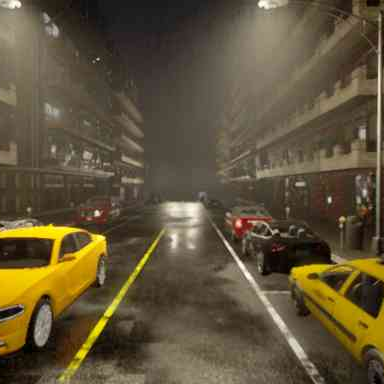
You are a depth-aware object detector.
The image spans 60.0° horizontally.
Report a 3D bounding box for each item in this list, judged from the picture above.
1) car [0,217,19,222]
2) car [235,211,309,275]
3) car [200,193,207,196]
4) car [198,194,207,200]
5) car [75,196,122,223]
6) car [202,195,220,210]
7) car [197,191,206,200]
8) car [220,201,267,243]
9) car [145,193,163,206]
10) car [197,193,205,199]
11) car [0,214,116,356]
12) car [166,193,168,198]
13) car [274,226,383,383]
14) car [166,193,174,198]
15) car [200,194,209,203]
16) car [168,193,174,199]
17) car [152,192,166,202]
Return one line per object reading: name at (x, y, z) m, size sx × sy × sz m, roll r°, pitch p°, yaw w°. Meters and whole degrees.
car at (-5.737, 1.494, 10.003) m, size 2.008 × 1.369 × 4.403 m, roll -1°, pitch 0°, yaw 0°
car at (2.643, 1.499, 10.011) m, size 1.947 × 1.339 × 4.313 m, roll -1°, pitch 0°, yaw 0°
car at (2.469, 1.216, 49.395) m, size 1.752 × 1.417 × 4.829 m, roll -1°, pitch 0°, yaw 0°
car at (2.347, 1.073, 77.234) m, size 2.008 × 1.369 × 4.403 m, roll -1°, pitch 0°, yaw 0°
car at (-5.790, 1.189, 21.205) m, size 2.192 × 1.841 × 5.009 m, roll -1°, pitch 0°, yaw 0°
car at (2.520, 1.326, 38.021) m, size 1.947 × 1.339 × 4.313 m, roll -1°, pitch 0°, yaw 0°
car at (2.419, 1.063, 60.428) m, size 1.967 × 1.590 × 4.097 m, roll -1°, pitch 0°, yaw 0°
car at (2.617, 1.339, 15.613) m, size 1.967 × 1.590 × 4.097 m, roll -1°, pitch 0°, yaw 0°
car at (-5.910, 1.252, 49.216) m, size 2.008 × 1.369 × 4.403 m, roll -1°, pitch 0°, yaw 0°
car at (2.297, 1.021, 88.437) m, size 1.947 × 1.339 × 4.313 m, roll -1°, pitch 0°, yaw 0°
car at (-3.020, 1.441, 6.308) m, size 1.882 × 1.535 × 5.008 m, roll 0°, pitch 0°, yaw 0°
car at (-5.959, 1.215, 60.420) m, size 1.802 × 1.307 × 4.206 m, roll -1°, pitch 0°, yaw 0°
car at (2.667, 1.493, 4.579) m, size 1.752 × 1.417 × 4.829 m, roll -1°, pitch 0°, yaw 0°
car at (-6.109, 0.976, 94.031) m, size 1.887 × 1.381 × 4.507 m, roll -1°, pitch 0°, yaw 0°
car at (2.495, 1.277, 43.623) m, size 2.008 × 1.369 × 4.403 m, roll -1°, pitch 0°, yaw 0°
car at (-6.084, 1.031, 88.429) m, size 1.947 × 1.339 × 4.313 m, roll -1°, pitch 0°, yaw 0°
car at (-5.938, 0.982, 54.817) m, size 2.192 × 1.841 × 5.009 m, roll -1°, pitch 0°, yaw 0°
